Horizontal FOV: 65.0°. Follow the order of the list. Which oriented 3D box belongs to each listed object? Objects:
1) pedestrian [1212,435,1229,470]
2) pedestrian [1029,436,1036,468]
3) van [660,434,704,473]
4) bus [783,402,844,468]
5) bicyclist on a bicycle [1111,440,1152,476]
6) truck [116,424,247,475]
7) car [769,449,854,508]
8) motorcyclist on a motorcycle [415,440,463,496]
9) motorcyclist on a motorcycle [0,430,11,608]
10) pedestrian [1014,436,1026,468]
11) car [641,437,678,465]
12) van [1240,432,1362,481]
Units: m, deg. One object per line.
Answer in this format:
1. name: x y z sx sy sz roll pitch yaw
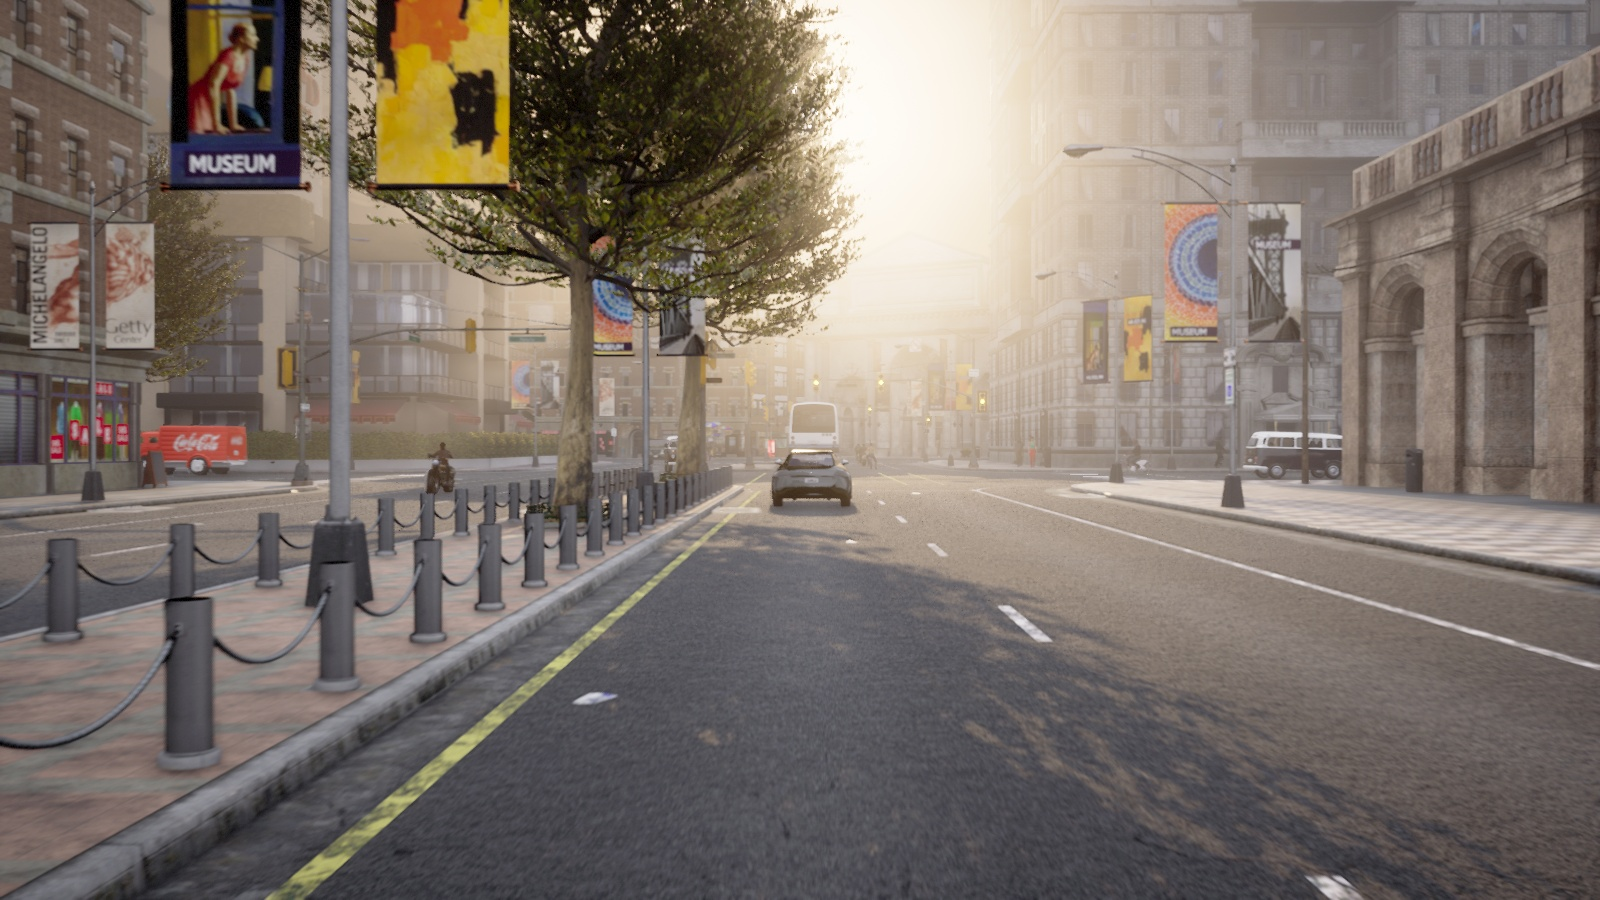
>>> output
1. pedestrian: 23.813 0.133 71.105 0.788 1.949 0.423 0 0 4
2. pedestrian: 13.558 0.115 73.243 0.345 1.836 0.594 0 0 0
3. van: -6.602 0.178 69.773 2.069 2.038 4.480 0 0 -10
4. bus: 0.913 -0.979 85.208 3.944 4.253 10.273 0 0 1
5. bicyclist on a bicycle: 16.355 0.378 62.052 1.843 1.776 0.659 0 0 0
6. truck: -30.594 -0.025 62.286 5.204 2.467 2.627 0 0 0
7. car: 0.288 0.681 31.787 1.994 1.385 4.181 0 0 1
8. motorcyclist on a motorcycle: -11.082 0.529 38.610 0.766 1.649 2.350 0 1 1
9. motorcyclist on a motorcycle: -7.812 0.647 10.622 0.766 1.649 2.350 0 1 1
10. pedestrian: 12.866 0.114 73.450 0.540 1.848 0.694 0 0 -5
11. car: -10.494 0.070 94.104 2.150 2.045 5.566 0 0 1
12. van: 21.895 0.258 55.024 4.480 2.038 2.069 1 0 0
